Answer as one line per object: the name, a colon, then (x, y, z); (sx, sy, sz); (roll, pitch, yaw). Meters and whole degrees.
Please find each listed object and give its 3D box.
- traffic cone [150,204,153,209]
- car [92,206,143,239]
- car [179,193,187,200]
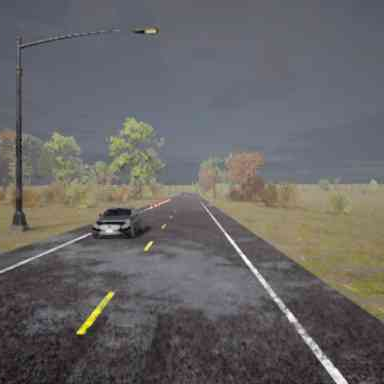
traffic cone: (-4.905, 1.751, 40.303); (0.340, 0.580, 0.340); (0, 0, 0)
car: (-3.601, 1.440, 16.799); (1.812, 1.442, 4.674); (0, 0, 0)
car: (-2.111, 1.065, 81.632); (1.882, 1.535, 5.008); (0, 0, -1)
